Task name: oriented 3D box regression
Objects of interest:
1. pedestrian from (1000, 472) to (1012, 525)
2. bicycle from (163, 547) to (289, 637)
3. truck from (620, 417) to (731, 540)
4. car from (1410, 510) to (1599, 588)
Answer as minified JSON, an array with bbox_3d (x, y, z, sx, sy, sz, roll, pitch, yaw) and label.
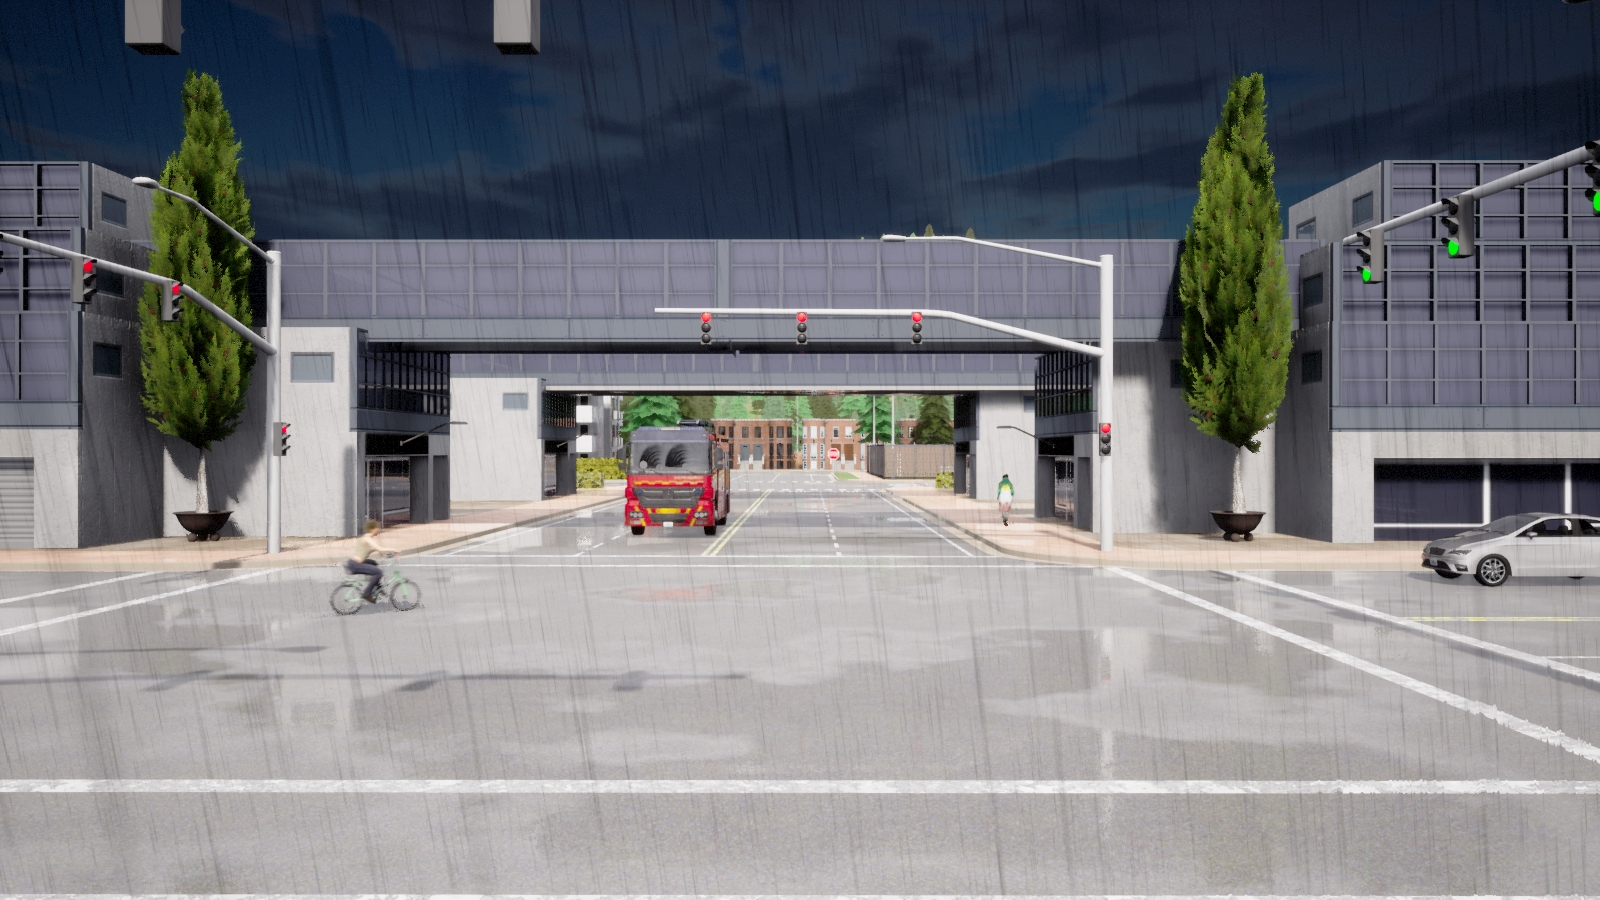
[{"bbox_3d":[7.218,1.698,40.040,0.375,1.860,0.375,0,0,2],"label":"pedestrian"},{"bbox_3d":[-8.780,2.158,17.515,1.487,1.276,0.859,0,0,2],"label":"bicycle"},{"bbox_3d":[-4.133,0.890,39.814,2.891,3.827,8.468,0,0,0],"label":"truck"},{"bbox_3d":[15.490,2.066,24.189,4.193,1.474,1.816,0,0,0],"label":"car"}]
